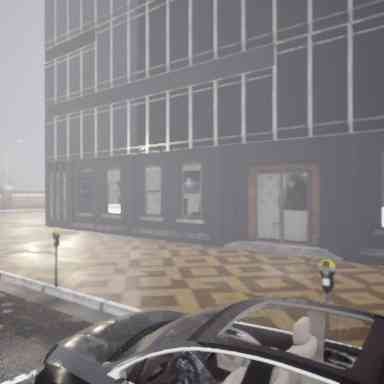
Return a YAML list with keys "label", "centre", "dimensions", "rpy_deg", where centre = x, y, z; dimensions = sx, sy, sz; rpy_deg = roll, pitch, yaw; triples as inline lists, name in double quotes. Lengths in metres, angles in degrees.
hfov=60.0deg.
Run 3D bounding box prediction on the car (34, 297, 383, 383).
- label: "car"
  centre: [0.537, 1.552, 2.492]
  dimensions: [4.403, 1.369, 2.008]
  rpy_deg: [0, 0, 36]
